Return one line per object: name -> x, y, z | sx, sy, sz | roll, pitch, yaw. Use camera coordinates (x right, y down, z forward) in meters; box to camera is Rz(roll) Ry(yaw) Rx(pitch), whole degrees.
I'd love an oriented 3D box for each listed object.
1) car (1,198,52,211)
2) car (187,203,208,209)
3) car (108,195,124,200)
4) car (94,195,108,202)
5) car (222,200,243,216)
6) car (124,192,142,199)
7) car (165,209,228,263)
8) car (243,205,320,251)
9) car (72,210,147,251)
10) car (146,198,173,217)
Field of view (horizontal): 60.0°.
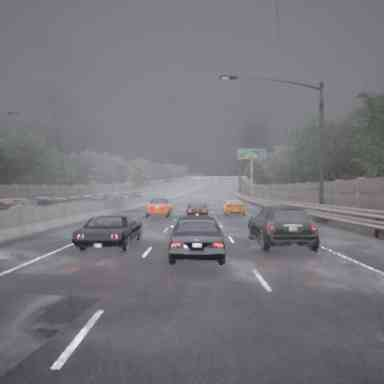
car -> -13.732, 1.360, 28.465 | 2.097, 1.767, 4.553 | 0, 0, 2
car -> 0.507, 1.622, 30.210 | 1.895, 1.301, 4.718 | 0, 0, 1
car -> -15.441, 1.298, 69.679 | 1.994, 1.385, 4.181 | 0, 1, 3
car -> -18.934, 1.280, 69.899 | 2.033, 1.411, 5.357 | 0, 1, 3
car -> 4.090, 1.504, 33.112 | 1.882, 1.535, 5.008 | 0, 0, 2
car -> -11.949, 0.976, 69.423 | 2.150, 2.045, 5.566 | 0, 1, 3
car -> 0.170, 1.556, 11.915 | 2.033, 1.411, 5.357 | 0, 0, 1
car -> 3.705, 1.365, 14.232 | 2.097, 1.767, 4.553 | 0, 0, 1
car -> -3.304, 1.609, 14.001 | 1.895, 1.301, 4.718 | 0, 0, 1
car -> -2.962, 1.371, 31.245 | 2.097, 1.767, 4.553 | 0, 0, 2
